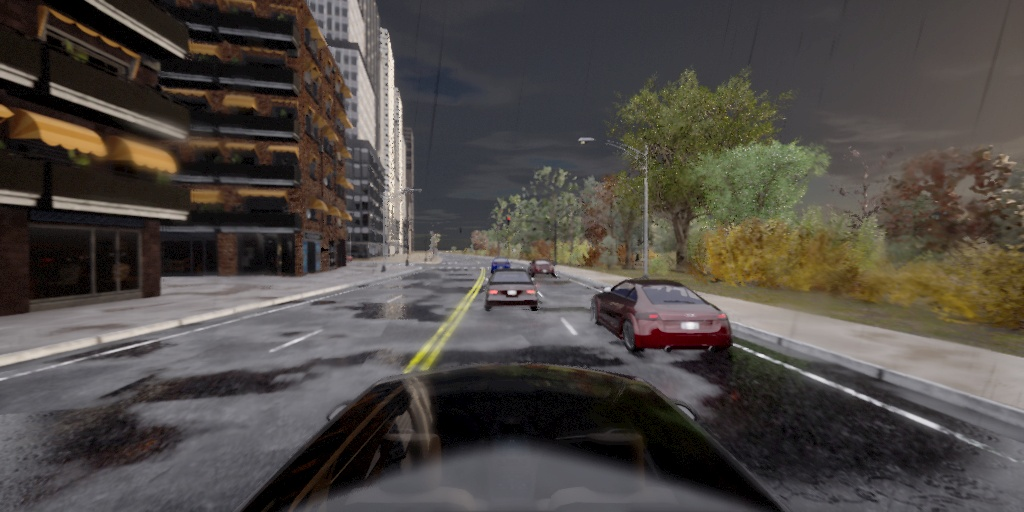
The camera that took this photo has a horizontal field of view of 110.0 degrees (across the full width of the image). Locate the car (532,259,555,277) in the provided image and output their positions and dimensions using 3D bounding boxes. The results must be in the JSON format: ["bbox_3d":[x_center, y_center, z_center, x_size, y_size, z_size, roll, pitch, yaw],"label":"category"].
[{"bbox_3d":[2.458,0.966,30.383,1.812,1.442,4.674,0,1,-3],"label":"car"}]

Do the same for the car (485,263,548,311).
[{"bbox_3d":[-0.068,1.172,13.734,2.033,1.411,5.357,0,1,-2],"label":"car"}]

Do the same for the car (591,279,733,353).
[{"bbox_3d":[3.264,1.237,8.637,1.994,1.385,4.181,0,1,-1],"label":"car"}]

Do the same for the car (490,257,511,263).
[{"bbox_3d":[-1.133,0.867,35.416,1.882,1.535,5.008,0,1,-4],"label":"car"}]

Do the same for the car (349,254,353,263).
[{"bbox_3d":[-27.112,0.271,55.947,4.097,1.591,1.967,0,0,-13],"label":"car"}]

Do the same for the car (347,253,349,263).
[{"bbox_3d":[-24.785,0.490,47.712,4.829,1.417,1.751,0,0,-13],"label":"car"}]
